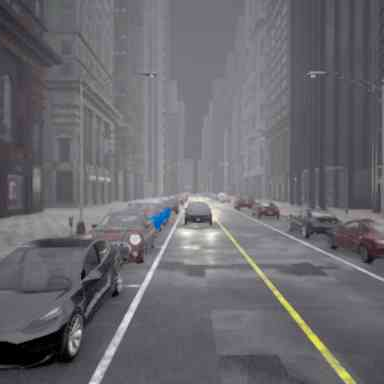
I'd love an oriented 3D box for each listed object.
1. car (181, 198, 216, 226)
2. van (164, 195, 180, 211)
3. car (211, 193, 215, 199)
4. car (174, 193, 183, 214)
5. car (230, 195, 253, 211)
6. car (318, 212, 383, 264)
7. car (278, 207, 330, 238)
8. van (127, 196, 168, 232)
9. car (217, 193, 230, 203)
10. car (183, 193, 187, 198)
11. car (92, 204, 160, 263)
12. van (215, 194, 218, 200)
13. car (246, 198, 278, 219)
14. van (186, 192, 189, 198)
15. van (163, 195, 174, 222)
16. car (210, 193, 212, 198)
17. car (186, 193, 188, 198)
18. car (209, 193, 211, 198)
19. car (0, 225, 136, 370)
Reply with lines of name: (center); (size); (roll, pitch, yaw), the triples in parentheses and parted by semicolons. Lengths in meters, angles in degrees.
car: (0.410, 1.414, 23.126); (1.882, 1.535, 5.008); (0, 0, 0)
van: (-2.315, 1.230, 39.690); (1.690, 1.788, 3.998); (0, 0, 0)
car: (6.306, 1.277, 79.138); (1.967, 1.590, 4.097); (0, 0, 0)
car: (-2.328, 1.216, 34.053); (2.192, 1.841, 5.009); (0, 0, 0)
car: (6.210, 1.226, 39.684); (2.192, 1.841, 5.009); (0, 0, 0)
car: (6.142, 1.564, 11.504); (1.802, 1.307, 4.206); (0, 0, 0)
car: (6.156, 1.518, 17.140); (2.008, 1.369, 4.403); (0, 0, 0)
van: (-2.369, 1.285, 17.145); (1.690, 1.788, 3.998); (0, 0, 0)
car: (6.265, 1.391, 62.400); (1.752, 1.417, 4.829); (0, 0, 0)
car: (-2.274, 1.398, 56.601); (1.887, 1.381, 4.507); (0, 0, 0)
car: (-2.383, 1.400, 11.509); (1.967, 1.590, 4.097); (0, 0, 0)
van: (6.278, 1.197, 67.865); (1.690, 1.788, 3.998); (0, 0, 0)
car: (6.183, 1.483, 28.412); (1.887, 1.381, 4.507); (0, 0, 0)
van: (-2.219, 1.155, 79.147); (1.690, 1.788, 3.998); (0, 0, 0)
van: (-2.356, 1.271, 22.781); (1.690, 1.788, 3.998); (0, 0, 0)
car: (6.320, 1.352, 84.945); (1.752, 1.417, 4.829); (0, 0, 0)
car: (-2.247, 1.399, 67.874); (1.947, 1.339, 4.313); (0, 0, 0)
car: (6.333, 1.368, 90.411); (2.008, 1.369, 4.403); (0, 0, 0)
car: (-2.397, 1.542, 5.872); (1.947, 1.339, 4.313); (0, 0, 0)
